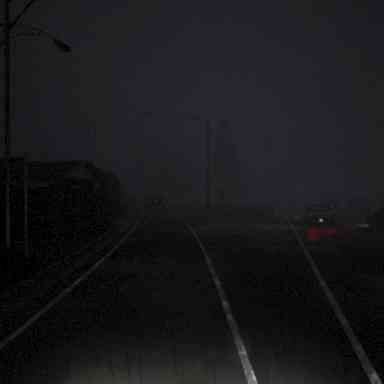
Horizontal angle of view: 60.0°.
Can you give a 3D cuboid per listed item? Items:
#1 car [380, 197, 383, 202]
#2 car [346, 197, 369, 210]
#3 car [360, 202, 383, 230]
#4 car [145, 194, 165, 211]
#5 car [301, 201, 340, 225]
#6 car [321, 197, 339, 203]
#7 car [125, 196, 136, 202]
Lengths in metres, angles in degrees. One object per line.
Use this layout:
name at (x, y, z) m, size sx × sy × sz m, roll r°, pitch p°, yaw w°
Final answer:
car at (23.151, 1.122, 37.782) m, size 2.150 × 2.045 × 5.566 m, roll 0°, pitch 0°, yaw 14°
car at (20.300, 1.386, 40.859) m, size 1.882 × 1.535 × 5.008 m, roll 0°, pitch 0°, yaw 14°
car at (11.167, 1.500, 18.222) m, size 2.033 × 1.411 × 5.357 m, roll 0°, pitch 0°, yaw 14°
car at (-4.632, 1.216, 41.607) m, size 2.150 × 2.045 × 5.566 m, roll 0°, pitch 0°, yaw -10°
car at (8.930, 1.558, 23.809) m, size 1.895 × 1.301 × 4.718 m, roll 0°, pitch 0°, yaw 14°
car at (16.534, 1.427, 40.183) m, size 1.837 × 1.490 × 4.892 m, roll 0°, pitch 0°, yaw 14°
car at (-14.018, 1.534, 75.944) m, size 1.812 × 1.442 × 4.674 m, roll 0°, pitch 0°, yaw -21°
